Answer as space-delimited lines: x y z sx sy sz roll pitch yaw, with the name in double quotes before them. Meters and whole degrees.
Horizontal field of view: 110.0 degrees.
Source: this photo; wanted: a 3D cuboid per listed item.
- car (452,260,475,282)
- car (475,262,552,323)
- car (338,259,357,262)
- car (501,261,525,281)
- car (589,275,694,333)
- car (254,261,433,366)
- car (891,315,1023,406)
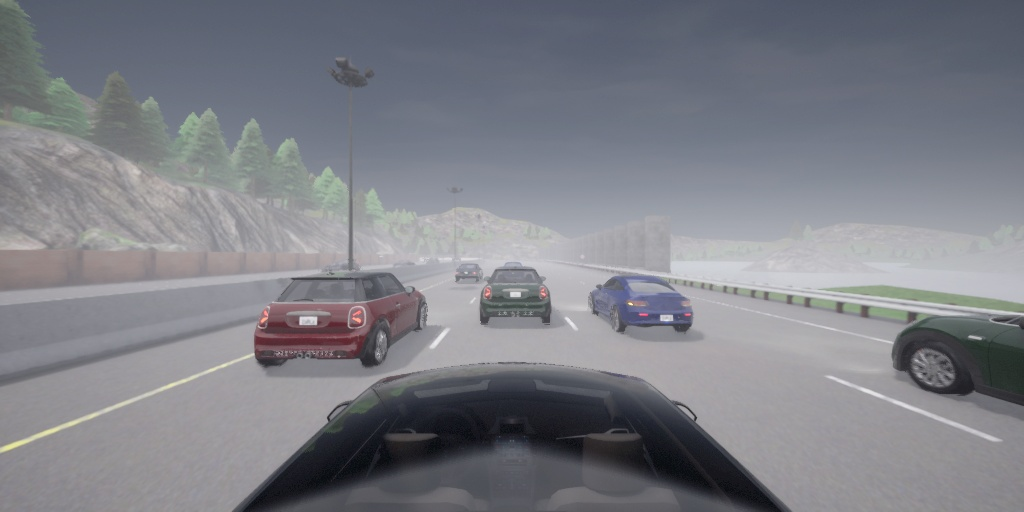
"car" -3.401 1.298 29.027 2.033 1.411 5.357 0 0 0
"car" 0.100 1.102 12.190 2.097 1.767 4.553 0 0 0
"car" -17.586 1.313 36.352 1.994 1.385 4.181 0 0 0
"car" 0.090 1.228 31.454 1.882 1.535 5.008 0 0 0
"car" 3.600 1.276 10.649 1.812 1.442 4.674 0 0 0
"car" -3.399 1.102 8.109 2.097 1.767 4.553 0 0 0
"car" 7.100 1.103 3.784 2.097 1.767 4.553 0 0 0
